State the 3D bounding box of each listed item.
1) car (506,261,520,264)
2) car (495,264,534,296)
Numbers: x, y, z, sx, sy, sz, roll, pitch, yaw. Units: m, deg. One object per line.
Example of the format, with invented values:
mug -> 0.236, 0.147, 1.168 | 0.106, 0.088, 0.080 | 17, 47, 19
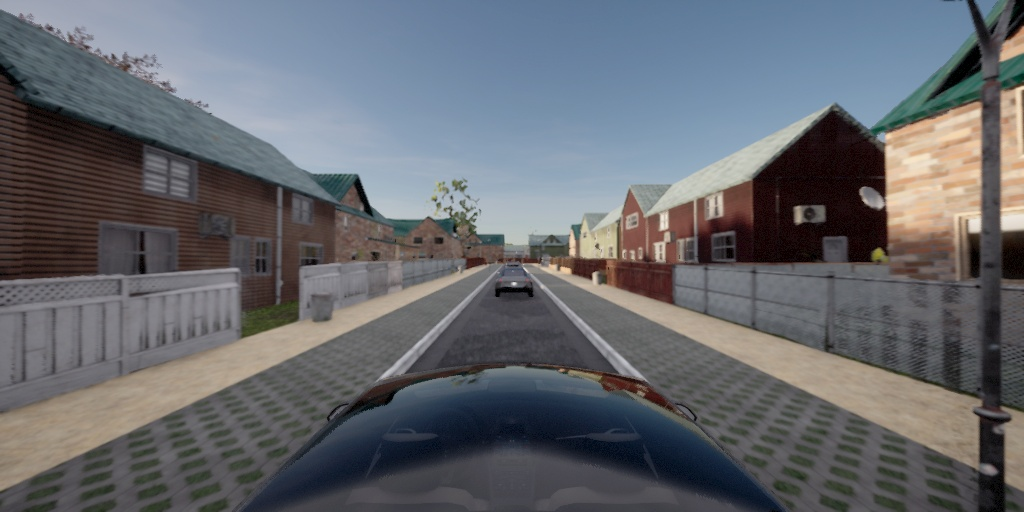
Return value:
car -> 0.109, 1.242, 36.717 | 2.128, 1.511, 4.902 | 0, 0, 0
car -> 0.105, 1.315, 19.271 | 1.994, 1.385, 4.181 | 0, 0, 0
